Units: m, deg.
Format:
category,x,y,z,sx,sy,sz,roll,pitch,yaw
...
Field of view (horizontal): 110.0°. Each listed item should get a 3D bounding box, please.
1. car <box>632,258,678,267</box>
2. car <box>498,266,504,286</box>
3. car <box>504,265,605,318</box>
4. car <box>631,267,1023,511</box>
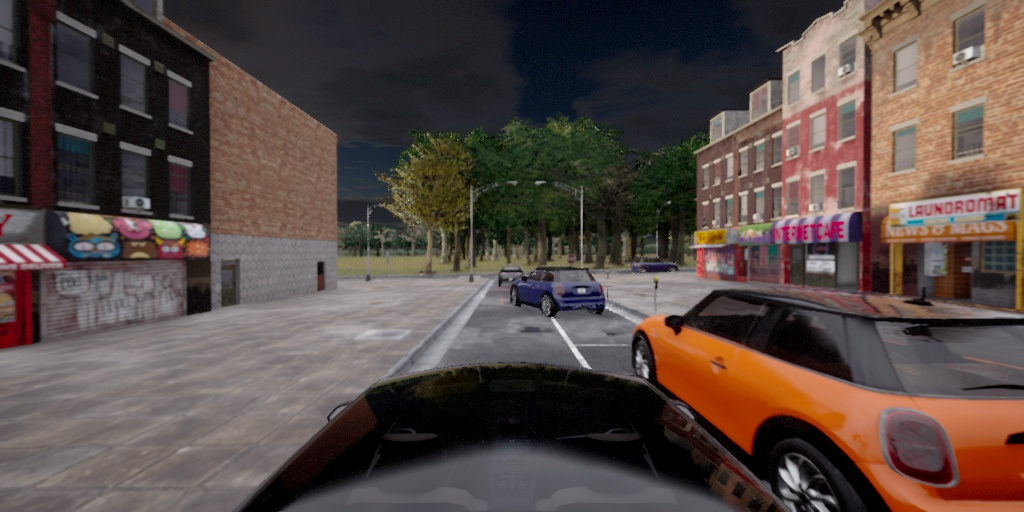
category,x,y,z,sx,sy,sz,roll,pitch,yaw
car,15.020,0.965,37.702,4.553,1.767,2.097,-1,1,-1
car,-0.004,1.398,26.789,2.128,1.511,4.902,0,0,2
car,1.545,1.173,13.746,2.097,1.767,4.553,0,-1,-20
car,2.981,1.115,4.019,2.097,1.767,4.553,0,0,0
